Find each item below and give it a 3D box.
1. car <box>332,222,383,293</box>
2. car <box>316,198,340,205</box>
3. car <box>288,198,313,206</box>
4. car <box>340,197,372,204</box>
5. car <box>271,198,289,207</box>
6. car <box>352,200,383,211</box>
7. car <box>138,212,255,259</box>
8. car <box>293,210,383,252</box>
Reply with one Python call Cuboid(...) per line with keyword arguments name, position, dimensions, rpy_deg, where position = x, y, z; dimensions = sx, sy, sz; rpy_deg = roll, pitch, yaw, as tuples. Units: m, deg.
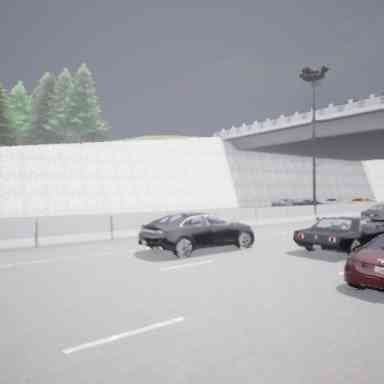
Cuboid(name="car", position=(5.472, 1.544, 7.892), dimensions=(4.181, 1.385, 1.994), rpy_deg=(0, 0, -36))
Cuboid(name="car", position=(18.868, 1.485, 44.246), dimensions=(4.674, 1.442, 1.812), rpy_deg=(0, 0, -37))
Cuboid(name="car", position=(16.054, 1.584, 46.517), dimensions=(4.718, 1.301, 1.895), rpy_deg=(0, 0, -37))
Cuboid(name="car", position=(21.037, 1.416, 41.500), dimensions=(5.008, 1.535, 1.882), rpy_deg=(0, 0, -37))
Cuboid(name="car", position=(13.911, 1.605, 49.280), dimensions=(4.718, 1.301, 1.895), rpy_deg=(0, 0, -36))
Cuboid(name="car", position=(13.393, 1.502, 22.521), dimensions=(5.357, 1.411, 2.033), rpy_deg=(0, 0, -36))
Cuboid(name="car", position=(0.329, 1.518, 12.798), dimensions=(4.902, 1.511, 2.128), rpy_deg=(0, 0, -36))
Cuboid(name="car", position=(6.051, 1.587, 12.665), dimensions=(4.718, 1.301, 1.895), rpy_deg=(0, 0, -36))
